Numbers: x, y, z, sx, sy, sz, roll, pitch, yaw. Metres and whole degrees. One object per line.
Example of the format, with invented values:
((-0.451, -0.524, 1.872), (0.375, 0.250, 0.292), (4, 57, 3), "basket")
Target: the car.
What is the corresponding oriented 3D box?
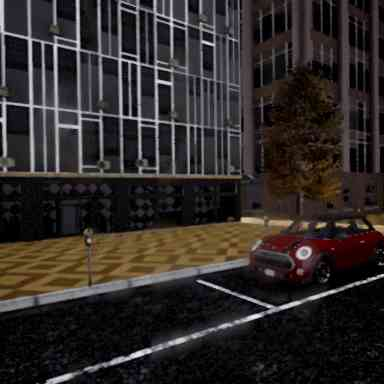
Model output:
((3.464, 1.370, 9.042), (4.097, 1.590, 1.967), (-1, 0, -36), "car")
